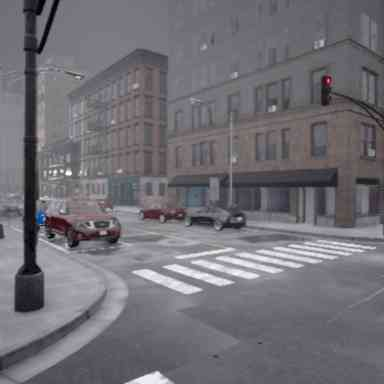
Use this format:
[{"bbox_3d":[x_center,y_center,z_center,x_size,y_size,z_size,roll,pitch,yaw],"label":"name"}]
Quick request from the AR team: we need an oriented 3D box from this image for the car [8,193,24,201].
[{"bbox_3d":[-33.198,0.917,62.649,2.008,1.369,4.403,0,0,-39],"label":"car"}]

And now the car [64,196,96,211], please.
[{"bbox_3d":[-12.499,1.236,36.866,1.887,1.381,4.507,0,0,-39],"label":"car"}]

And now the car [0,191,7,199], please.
[{"bbox_3d":[-43.547,0.657,75.539,1.967,1.590,4.097,0,0,-39],"label":"car"}]

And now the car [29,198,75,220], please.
[{"bbox_3d":[-11.219,1.266,26.510,2.128,1.511,4.902,0,1,-39],"label":"car"}]

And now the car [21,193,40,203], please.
[{"bbox_3d":[-26.297,0.913,54.054,1.967,1.590,4.097,0,0,-39],"label":"car"}]

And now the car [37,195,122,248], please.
[{"bbox_3d":[-4.955,1.217,14.651,2.192,1.841,5.009,0,0,-39],"label":"car"}]

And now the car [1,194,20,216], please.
[{"bbox_3d":[-15.306,1.180,27.544,1.967,1.590,4.097,0,0,-39],"label":"car"}]

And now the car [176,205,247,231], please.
[{"bbox_3d":[1.301,1.474,19.677,1.947,1.339,4.313,0,0,-39],"label":"car"}]

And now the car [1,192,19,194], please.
[{"bbox_3d":[-24.398,1.059,43.078,2.128,1.511,4.902,0,0,-39],"label":"car"}]

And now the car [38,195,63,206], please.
[{"bbox_3d":[-19.399,1.132,45.461,2.008,1.369,4.403,0,0,-39],"label":"car"}]

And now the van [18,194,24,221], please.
[{"bbox_3d":[-8.406,1.189,18.949,1.690,1.788,3.998,0,0,-39],"label":"van"}]

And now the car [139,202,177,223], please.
[{"bbox_3d":[-2.149,1.399,23.974,1.887,1.381,4.507,0,0,-39],"label":"car"}]

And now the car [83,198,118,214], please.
[{"bbox_3d":[-9.049,1.328,32.569,1.802,1.307,4.206,0,0,-39],"label":"car"}]

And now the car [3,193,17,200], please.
[{"bbox_3d":[-36.648,0.898,66.946,1.802,1.307,4.206,0,0,-39],"label":"car"}]
